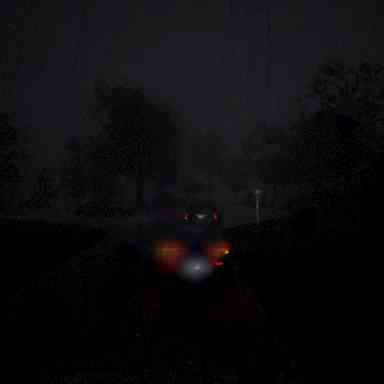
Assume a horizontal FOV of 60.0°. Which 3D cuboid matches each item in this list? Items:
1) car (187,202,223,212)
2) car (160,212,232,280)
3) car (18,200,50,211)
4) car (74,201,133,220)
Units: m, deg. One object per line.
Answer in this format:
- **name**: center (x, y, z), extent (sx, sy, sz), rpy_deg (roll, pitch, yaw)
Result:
- **car**: center (0.748, 1.366, 19.691), extent (2.097, 1.767, 4.553), rpy_deg (0, 0, 8)
- **car**: center (0.110, 1.533, 9.839), extent (1.812, 1.442, 4.674), rpy_deg (0, 0, 0)
- **car**: center (-19.817, 1.630, 41.773), extent (1.895, 1.301, 4.718), rpy_deg (0, 0, 3)
- **car**: center (-7.481, 1.498, 28.362), extent (5.008, 1.535, 1.882), rpy_deg (0, 0, 10)
